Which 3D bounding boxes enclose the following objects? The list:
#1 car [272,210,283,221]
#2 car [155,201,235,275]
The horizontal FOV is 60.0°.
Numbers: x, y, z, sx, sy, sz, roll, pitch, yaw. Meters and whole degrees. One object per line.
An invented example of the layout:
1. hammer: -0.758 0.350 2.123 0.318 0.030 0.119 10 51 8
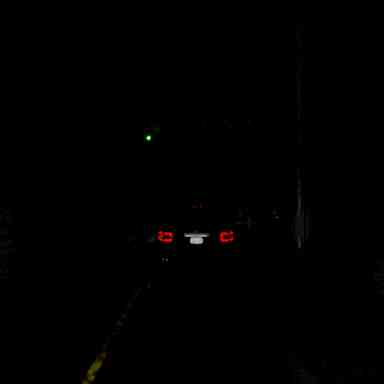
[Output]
1. car: 9.042 1.768 27.183 4.718 1.301 1.895 0 -1 -10
2. car: 0.023 1.299 10.913 2.150 2.045 5.566 0 0 -2
